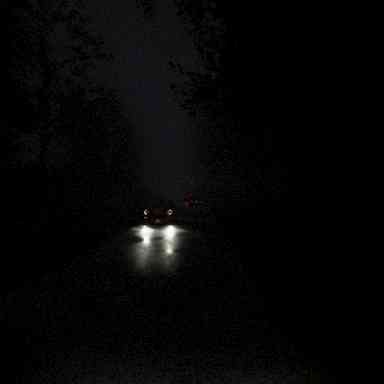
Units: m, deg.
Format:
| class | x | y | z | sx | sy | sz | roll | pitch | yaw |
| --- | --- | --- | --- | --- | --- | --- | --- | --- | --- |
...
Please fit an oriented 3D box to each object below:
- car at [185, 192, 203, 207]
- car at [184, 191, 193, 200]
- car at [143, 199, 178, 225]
| class | x | y | z | sx | sy | sz | roll | pitch | yaw |
| --- | --- | --- | --- | --- | --- | --- | --- | --- | --- |
| car | 0.459 | 1.156 | 42.638 | 2.033 | 1.411 | 5.357 | 0 | 2 | -2 |
| car | -0.299 | 0.637 | 53.905 | 2.128 | 1.511 | 4.902 | 0 | 3 | -5 |
| car | -2.191 | 1.298 | 23.840 | 2.097 | 1.767 | 4.553 | 0 | 0 | 1 |
